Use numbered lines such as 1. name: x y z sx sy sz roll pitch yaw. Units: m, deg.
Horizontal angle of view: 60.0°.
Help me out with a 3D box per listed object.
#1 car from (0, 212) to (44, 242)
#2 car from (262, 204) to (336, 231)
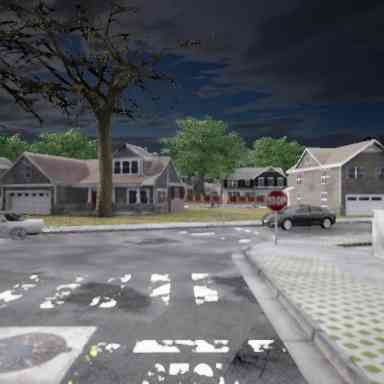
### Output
1. car: -9.378 1.580 15.234 4.718 1.301 1.895 0 0 -22
2. car: 6.722 1.554 20.906 4.892 1.490 1.837 0 0 -20
